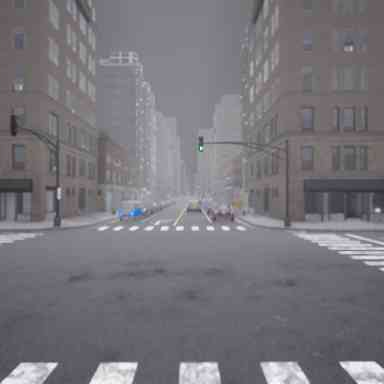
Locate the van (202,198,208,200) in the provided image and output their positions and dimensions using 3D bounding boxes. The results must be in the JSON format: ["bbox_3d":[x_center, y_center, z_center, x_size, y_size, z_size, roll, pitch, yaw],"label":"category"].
[{"bbox_3d":[2.898,2.032,53.708,1.690,1.788,3.998,0,-1,0],"label":"van"}]

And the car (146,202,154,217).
[{"bbox_3d":[-5.699,1.914,36.733,1.967,1.590,4.097,0,-1,0],"label":"car"}]

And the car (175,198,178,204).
[{"bbox_3d":[-5.484,2.429,87.745,2.192,1.841,5.009,0,-1,0],"label":"car"}]

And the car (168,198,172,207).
[{"bbox_3d":[-5.579,2.399,65.070,1.947,1.339,4.313,0,-1,0],"label":"car"}]

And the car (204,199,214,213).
[{"bbox_3d":[2.851,1.986,42.369,1.967,1.590,4.097,0,-1,0],"label":"car"}]

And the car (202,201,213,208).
[{"bbox_3d":[2.946,2.384,65.043,2.008,1.369,4.403,0,-1,0],"label":"car"}]

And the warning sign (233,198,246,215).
[{"bbox_3d":[5.230,1.593,37.019,1.300,1.860,1.060,0,-1,0],"label":"warning sign"}]

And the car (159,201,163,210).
[{"bbox_3d":[-5.651,2.201,48.067,1.802,1.307,4.206,0,-1,0],"label":"car"}]

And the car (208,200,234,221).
[{"bbox_3d":[2.803,1.840,31.032,1.967,1.590,4.097,0,-1,0],"label":"car"}]

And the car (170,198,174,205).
[{"bbox_3d":[-5.555,2.448,70.738,1.887,1.381,4.507,0,-1,0],"label":"car"}]

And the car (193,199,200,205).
[{"bbox_3d":[1.159,2.564,87.219,1.801,1.575,5.366,0,-1,0],"label":"car"}]

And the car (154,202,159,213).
[{"bbox_3d":[-5.674,2.112,42.399,1.947,1.339,4.313,0,-1,0],"label":"car"}]

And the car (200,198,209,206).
[{"bbox_3d":[3.017,2.359,82.052,2.192,1.841,5.009,0,-1,0],"label":"car"}]

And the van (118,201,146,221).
[{"bbox_3d":[-5.723,1.741,31.066,1.690,1.788,3.998,0,-1,0],"label":"van"}]

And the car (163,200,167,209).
[{"bbox_3d":[-5.627,2.257,53.735,1.947,1.339,4.313,0,-1,0],"label":"car"}]

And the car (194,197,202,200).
[{"bbox_3d":[0.374,2.294,63.690,1.882,1.535,5.008,0,-1,0],"label":"car"}]

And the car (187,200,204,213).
[{"bbox_3d":[0.303,2.173,47.310,1.994,1.385,4.181,0,-1,0],"label":"car"}]

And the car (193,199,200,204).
[{"bbox_3d":[1.181,2.684,93.029,1.837,1.490,4.892,0,-1,0],"label":"car"}]

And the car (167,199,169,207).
[{"bbox_3d":[-5.604,2.285,59.233,1.752,1.417,4.829,0,-1,0],"label":"car"}]

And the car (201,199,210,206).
[{"bbox_3d":[2.994,2.414,76.382,1.967,1.590,4.097,0,-1,0],"label":"car"}]
